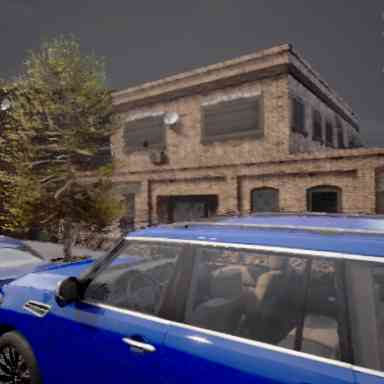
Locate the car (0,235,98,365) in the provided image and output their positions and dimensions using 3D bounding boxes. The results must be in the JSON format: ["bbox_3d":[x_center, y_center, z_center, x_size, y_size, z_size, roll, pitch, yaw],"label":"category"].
[{"bbox_3d":[-4.136,1.538,6.200,4.674,1.452,2.002,0,0,35],"label":"car"}]
